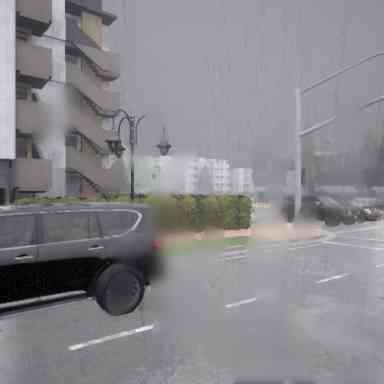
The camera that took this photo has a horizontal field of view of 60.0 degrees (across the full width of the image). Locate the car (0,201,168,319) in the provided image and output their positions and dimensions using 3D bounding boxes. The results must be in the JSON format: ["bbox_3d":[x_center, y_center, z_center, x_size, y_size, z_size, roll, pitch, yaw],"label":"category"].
[{"bbox_3d":[-3.100,1.221,6.032,5.566,2.045,2.150,0,0,-35],"label":"car"}]

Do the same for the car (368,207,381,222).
[{"bbox_3d":[11.813,1.352,25.391,2.097,1.767,4.553,0,0,-40],"label":"car"}]

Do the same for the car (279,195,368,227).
[{"bbox_3d":[8.683,1.220,23.115,2.150,2.045,5.566,0,0,-35],"label":"car"}]

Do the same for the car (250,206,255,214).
[{"bbox_3d":[4.493,1.526,34.650,1.812,1.442,4.674,0,0,-36],"label":"car"}]
